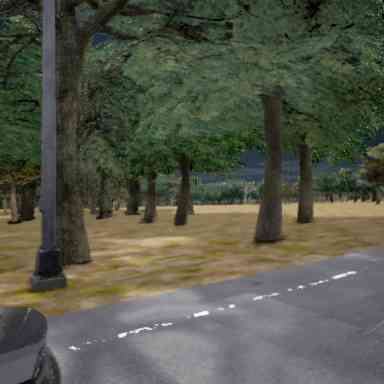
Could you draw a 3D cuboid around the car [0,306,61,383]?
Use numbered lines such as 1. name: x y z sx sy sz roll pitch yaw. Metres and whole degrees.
1. car: -3.291 1.504 1.685 4.892 1.490 1.837 0 0 -35
